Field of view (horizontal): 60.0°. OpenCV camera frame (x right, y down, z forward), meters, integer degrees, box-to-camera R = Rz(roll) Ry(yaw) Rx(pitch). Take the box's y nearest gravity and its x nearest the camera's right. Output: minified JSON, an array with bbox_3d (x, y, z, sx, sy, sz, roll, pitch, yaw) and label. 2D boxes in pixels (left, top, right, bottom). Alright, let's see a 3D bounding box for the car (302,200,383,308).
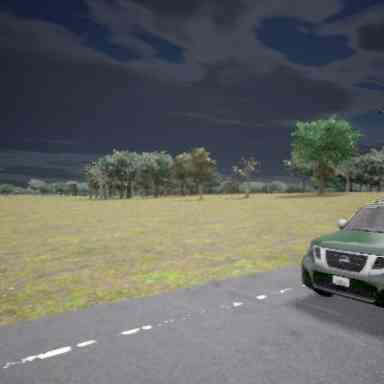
[{"bbox_3d":[4.872,1.206,7.465,5.566,2.045,2.150,0,0,-35],"label":"car"}]
